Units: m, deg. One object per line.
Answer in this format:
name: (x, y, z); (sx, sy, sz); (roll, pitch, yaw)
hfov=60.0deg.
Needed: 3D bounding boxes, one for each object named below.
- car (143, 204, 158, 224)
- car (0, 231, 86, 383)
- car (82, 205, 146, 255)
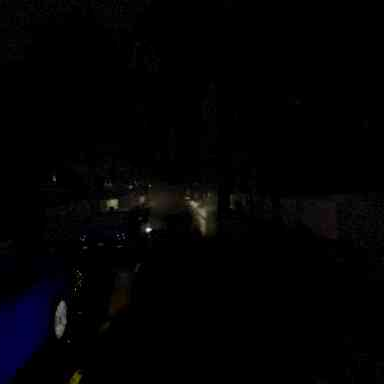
car: (-3.686, 1.647, 25.391); (1.994, 1.385, 4.181); (-2, 0, -2)
car: (-2.901, 1.557, 3.650); (1.882, 1.535, 5.008); (-2, 0, -2)
car: (-3.287, 1.558, 14.114); (1.882, 1.535, 5.008); (-2, 0, -2)
